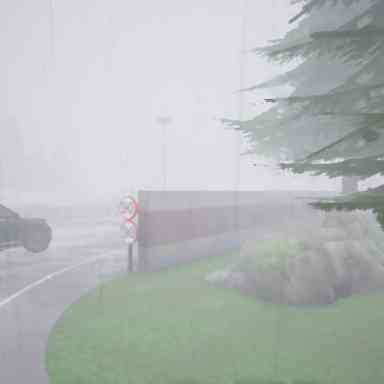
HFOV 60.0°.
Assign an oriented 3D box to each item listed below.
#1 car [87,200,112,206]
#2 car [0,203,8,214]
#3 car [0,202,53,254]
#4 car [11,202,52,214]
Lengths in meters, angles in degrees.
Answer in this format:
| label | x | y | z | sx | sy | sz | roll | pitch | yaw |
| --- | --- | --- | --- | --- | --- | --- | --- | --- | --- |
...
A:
| label | x | y | z | sx | sy | sz | roll | pitch | yaw |
| --- | --- | --- | --- | --- | --- | --- | --- | --- | --- |
| car | -14.822 | 1.971 | 53.523 | 1.994 | 1.385 | 4.181 | -1 | 0 | 37 |
| car | -25.039 | 2.011 | 39.900 | 1.895 | 1.301 | 4.718 | -1 | 0 | 37 |
| car | -7.539 | 1.345 | 11.559 | 2.150 | 2.045 | 5.566 | -3 | -1 | 22 |
| car | -19.783 | 1.941 | 41.090 | 1.994 | 1.385 | 4.181 | -1 | 0 | 37 |
